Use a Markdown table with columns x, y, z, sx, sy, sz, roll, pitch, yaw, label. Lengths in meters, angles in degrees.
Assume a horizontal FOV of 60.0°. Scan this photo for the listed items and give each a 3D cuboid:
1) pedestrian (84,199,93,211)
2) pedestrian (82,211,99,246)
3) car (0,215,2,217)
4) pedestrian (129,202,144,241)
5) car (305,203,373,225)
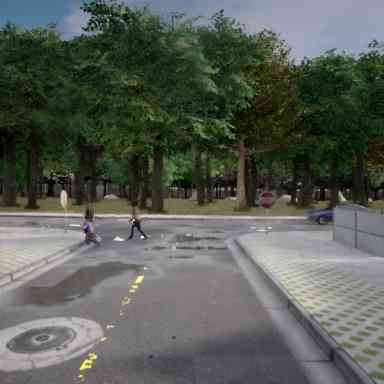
| x | y | z | sx | sy | sz | roll | pitch | yaw | label |
| --- | --- | --- | --- | --- | --- | --- | --- | --- | --- |
| -4.479 | 1.159 | 14.424 | 0.375 | 1.860 | 0.375 | -1 | 1 | 0 | pedestrian |
| -4.175 | 1.569 | 13.673 | 0.375 | 1.300 | 0.375 | -1 | 1 | 0 | pedestrian |
| -14.646 | 1.378 | 20.764 | 4.718 | 1.301 | 1.895 | 1 | 1 | 0 | car |
| -2.507 | 1.287 | 15.047 | 0.375 | 1.860 | 0.375 | -1 | 1 | 0 | pedestrian |
| 10.486 | 1.548 | 23.557 | 4.674 | 1.442 | 1.812 | 0 | 1 | 0 | car |
